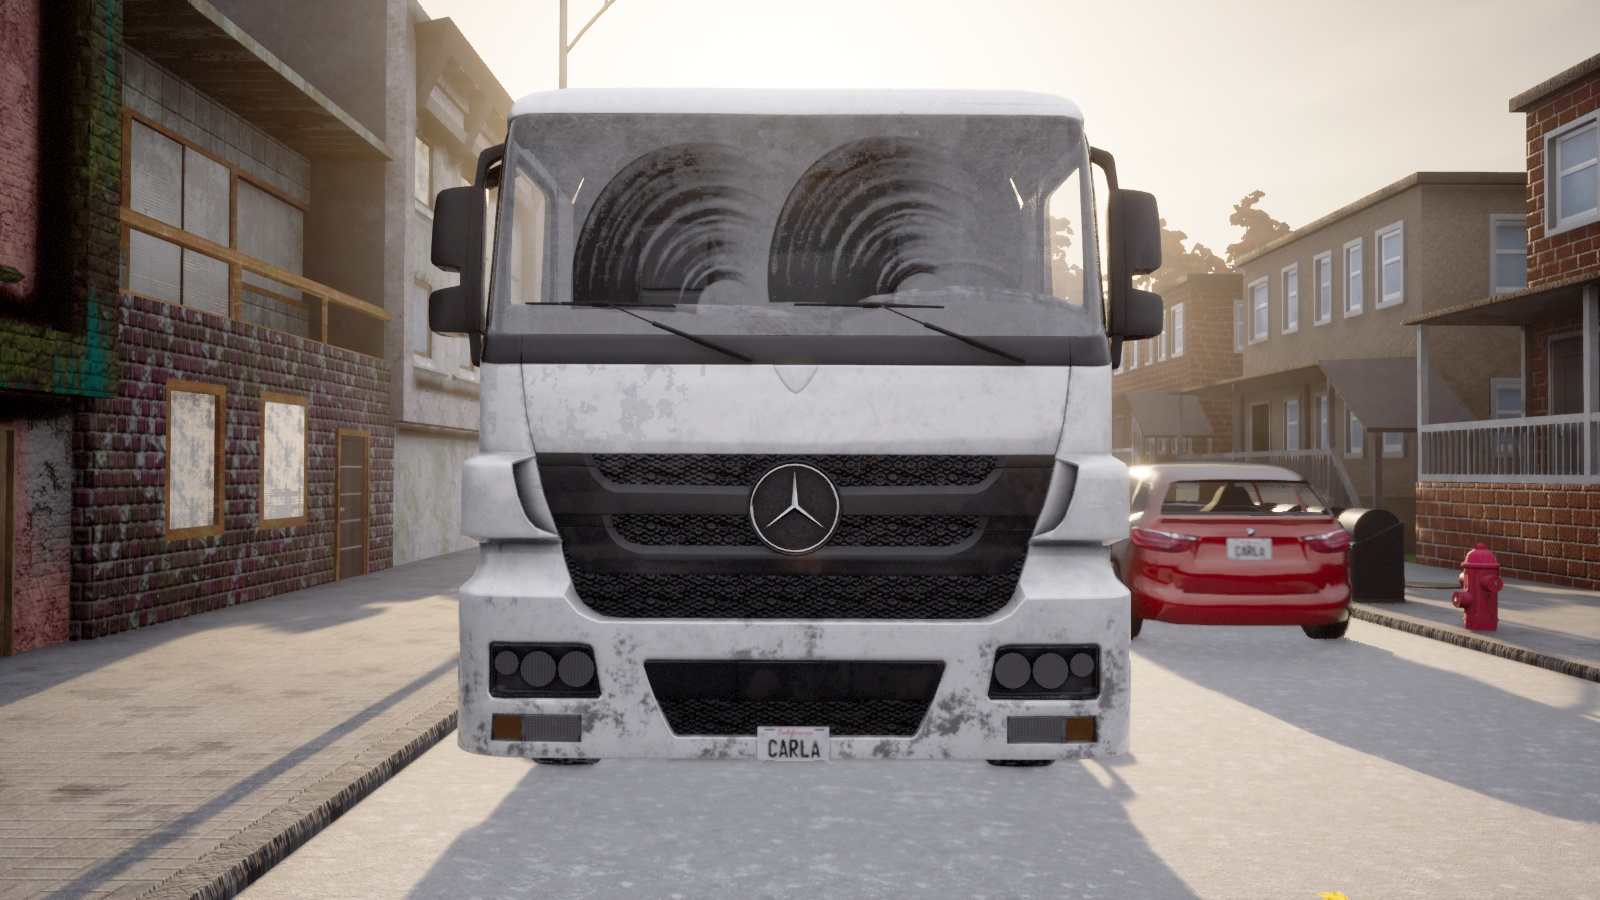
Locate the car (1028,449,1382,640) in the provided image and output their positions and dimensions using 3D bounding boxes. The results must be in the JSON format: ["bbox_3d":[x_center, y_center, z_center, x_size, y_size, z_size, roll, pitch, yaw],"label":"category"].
[{"bbox_3d":[3.967,0.866,13.308,2.242,1.667,4.611,0,-1,0],"label":"car"}]

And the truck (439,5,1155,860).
[{"bbox_3d":[-0.025,-0.015,9.072,2.891,3.462,7.936,0,-1,0],"label":"truck"}]
